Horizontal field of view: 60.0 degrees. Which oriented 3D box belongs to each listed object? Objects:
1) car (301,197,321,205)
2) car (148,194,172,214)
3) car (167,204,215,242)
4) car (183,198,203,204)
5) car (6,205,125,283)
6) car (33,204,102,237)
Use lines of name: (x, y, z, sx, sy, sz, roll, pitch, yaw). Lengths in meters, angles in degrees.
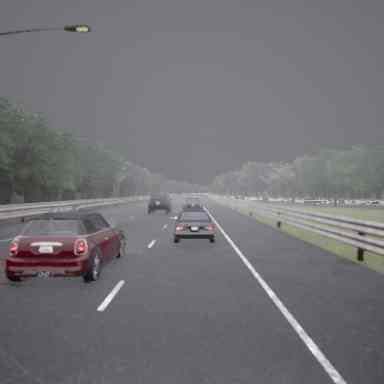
car: (23.577, 1.799, 65.434, 1.837, 1.490, 4.892, 0, 0, -21)
car: (-3.390, 1.259, 35.879, 2.150, 2.045, 5.566, 0, 0, 0)
car: (0.106, 1.557, 16.281, 2.033, 1.411, 5.357, 0, 0, 0)
car: (0.110, 1.390, 36.232, 2.097, 1.767, 4.553, 0, 0, 0)
car: (-3.399, 1.357, 9.881, 2.097, 1.767, 4.553, 0, 0, 0)
car: (-6.894, 1.500, 19.091, 2.128, 1.511, 4.902, 0, 0, 0)
